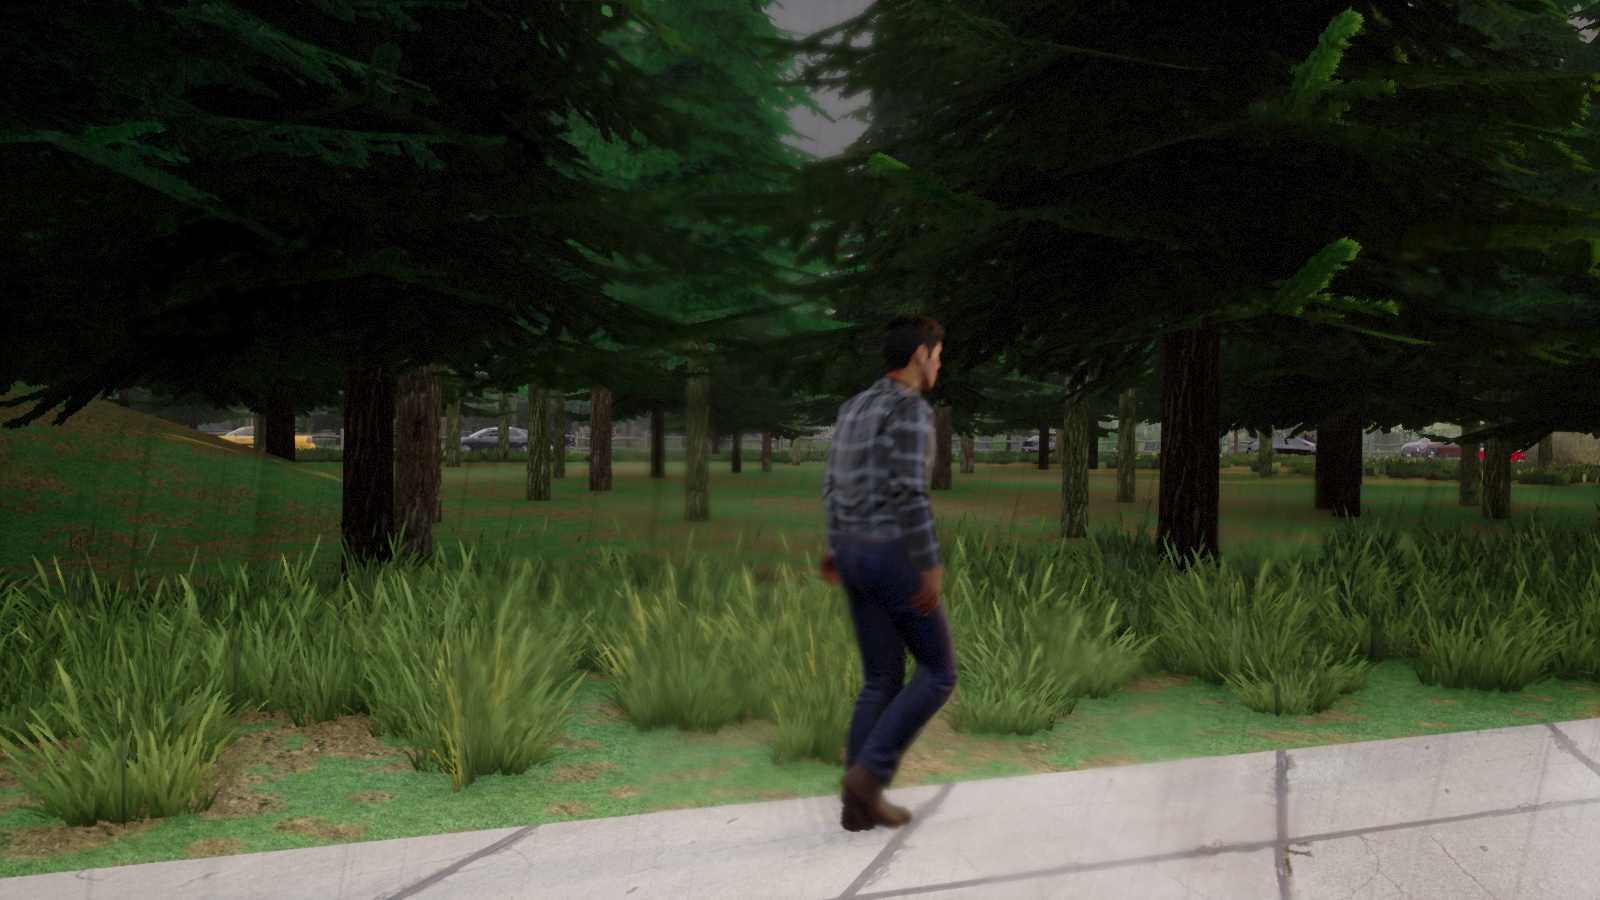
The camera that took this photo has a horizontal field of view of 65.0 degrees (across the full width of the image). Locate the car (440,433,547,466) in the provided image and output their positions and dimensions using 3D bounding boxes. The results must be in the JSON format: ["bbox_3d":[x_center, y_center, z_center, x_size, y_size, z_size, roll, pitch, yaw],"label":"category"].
[{"bbox_3d":[-15.149,-0.043,62.036,4.892,1.490,1.837,-1,1,-21],"label":"car"}]

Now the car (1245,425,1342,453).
[{"bbox_3d":[27.572,-0.616,70.166,4.792,1.488,2.163,0,1,28],"label":"car"}]

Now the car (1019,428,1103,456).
[{"bbox_3d":[14.415,-0.476,69.351,4.193,1.474,1.816,-1,1,-19],"label":"car"}]

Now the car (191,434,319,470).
[{"bbox_3d":[-25.178,0.062,58.221,5.366,1.575,1.801,-1,1,-21],"label":"car"}]

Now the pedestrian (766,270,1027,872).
[{"bbox_3d":[0.336,0.385,4.407,0.788,1.949,0.423,-1,1,-23],"label":"pedestrian"}]

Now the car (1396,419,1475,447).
[{"bbox_3d":[41.778,-1.138,82.583,4.553,1.767,2.097,-1,1,-19],"label":"car"}]
